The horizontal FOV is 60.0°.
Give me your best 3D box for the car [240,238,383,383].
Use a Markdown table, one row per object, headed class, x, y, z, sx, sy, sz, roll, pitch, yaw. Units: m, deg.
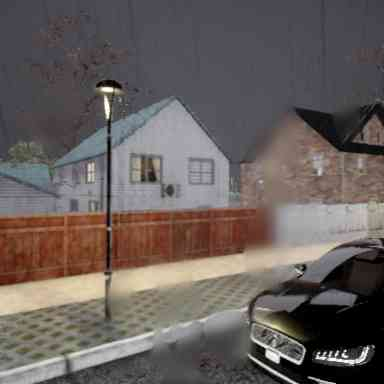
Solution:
| class | x | y | z | sx | sy | sz | roll | pitch | yaw |
| --- | --- | --- | --- | --- | --- | --- | --- | --- | --- |
| car | 2.884 | 1.512 | 4.912 | 4.892 | 1.490 | 1.837 | 0 | 0 | -34 |
